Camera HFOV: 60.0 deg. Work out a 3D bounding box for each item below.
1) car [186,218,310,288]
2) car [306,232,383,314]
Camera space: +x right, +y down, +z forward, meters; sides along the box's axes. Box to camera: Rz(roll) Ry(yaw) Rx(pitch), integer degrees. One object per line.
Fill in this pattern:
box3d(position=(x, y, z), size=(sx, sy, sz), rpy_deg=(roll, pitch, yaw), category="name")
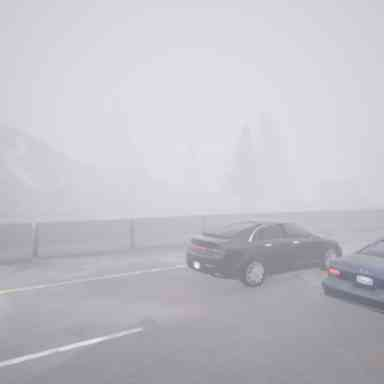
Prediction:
box3d(position=(2.150, 1.496, 9.211), size=(4.892, 1.490, 1.837), rpy_deg=(0, 0, -33), category="car")
box3d(position=(5.072, 1.557, 6.971), size=(5.357, 1.411, 2.033), rpy_deg=(0, 0, -32), category="car")
